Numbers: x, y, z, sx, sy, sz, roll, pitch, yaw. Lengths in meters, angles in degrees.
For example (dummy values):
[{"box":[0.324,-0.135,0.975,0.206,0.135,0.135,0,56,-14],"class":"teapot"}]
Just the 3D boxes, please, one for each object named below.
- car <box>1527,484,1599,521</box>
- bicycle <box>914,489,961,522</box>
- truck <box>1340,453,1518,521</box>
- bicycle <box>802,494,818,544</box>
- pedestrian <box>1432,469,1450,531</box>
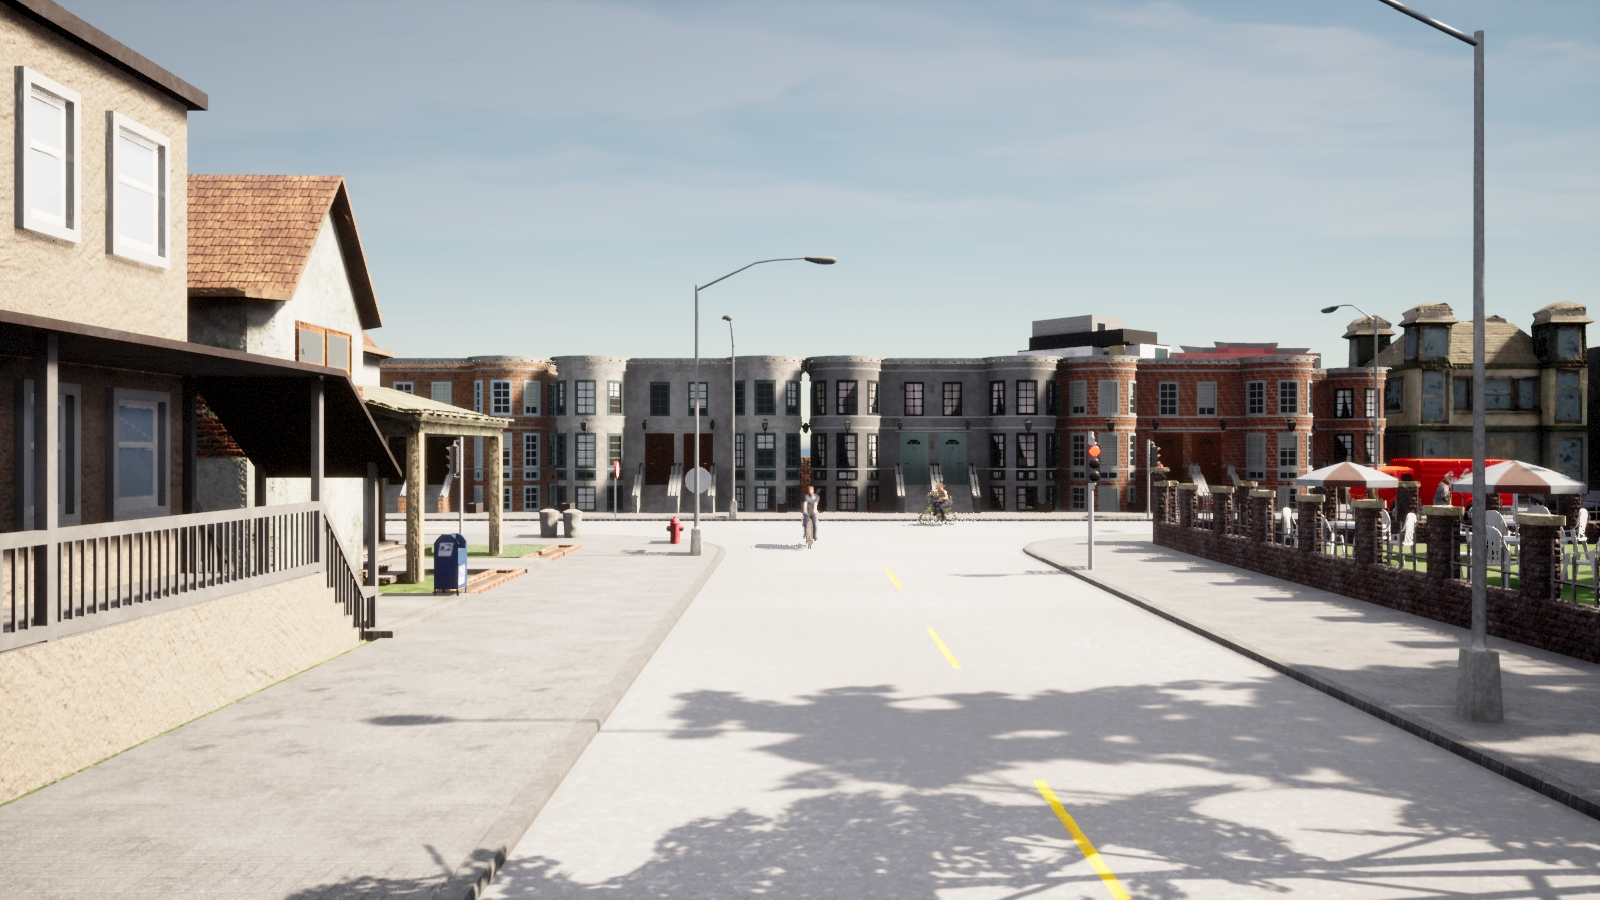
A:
[{"box":[30.170,1.935,42.745,4.718,1.301,1.895,0,0,0],"class":"car"},{"box":[5.056,2.037,42.002,1.487,1.080,0.859,-1,3,-17],"class":"bicycle"},{"box":[23.419,1.345,42.737,5.204,2.467,2.627,0,0,0],"class":"truck"},{"box":[0.284,1.936,32.207,0.373,1.296,1.643,0,0,3],"class":"bicycle"},{"box":[19.419,1.517,34.599,0.375,1.860,0.375,0,0,11],"class":"pedestrian"}]
